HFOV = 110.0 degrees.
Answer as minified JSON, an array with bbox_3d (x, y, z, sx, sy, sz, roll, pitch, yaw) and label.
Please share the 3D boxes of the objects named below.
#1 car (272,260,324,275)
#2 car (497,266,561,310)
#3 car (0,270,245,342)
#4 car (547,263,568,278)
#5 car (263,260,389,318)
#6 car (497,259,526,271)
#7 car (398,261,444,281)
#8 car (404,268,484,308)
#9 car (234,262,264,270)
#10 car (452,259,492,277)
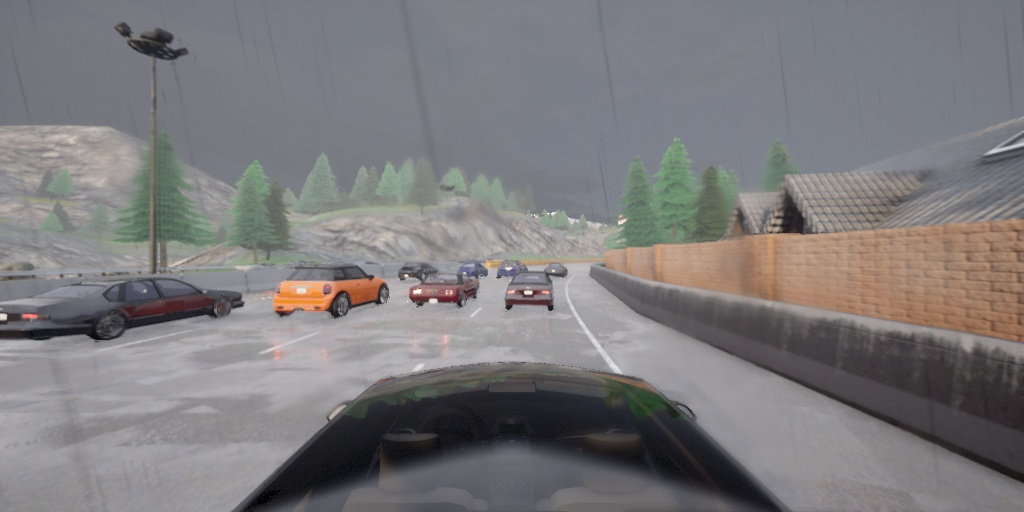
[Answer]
[{"bbox_3d":[-23.545,1.205,39.694,2.128,1.511,4.902,0,0,13],"label":"car"},{"bbox_3d":[0.808,1.311,14.840,2.033,1.411,5.357,0,0,6],"label":"car"},{"bbox_3d":[-10.107,1.275,9.698,2.033,1.411,5.357,0,0,3],"label":"car"},{"bbox_3d":[4.333,1.356,35.151,1.994,1.385,4.181,0,0,14],"label":"car"},{"bbox_3d":[-6.307,1.093,13.146,2.097,1.767,4.553,0,0,4],"label":"car"},{"bbox_3d":[0.117,1.129,32.468,2.097,1.767,4.553,0,0,12],"label":"car"},{"bbox_3d":[-7.606,1.256,29.629,1.837,1.490,4.892,0,0,10],"label":"car"},{"bbox_3d":[-2.644,1.355,15.247,1.895,1.301,4.718,0,0,5],"label":"car"},{"bbox_3d":[-27.336,1.302,38.956,1.895,1.301,4.718,0,0,13],"label":"car"},{"bbox_3d":[-3.517,1.292,32.317,1.812,1.442,4.674,0,0,12],"label":"car"}]
